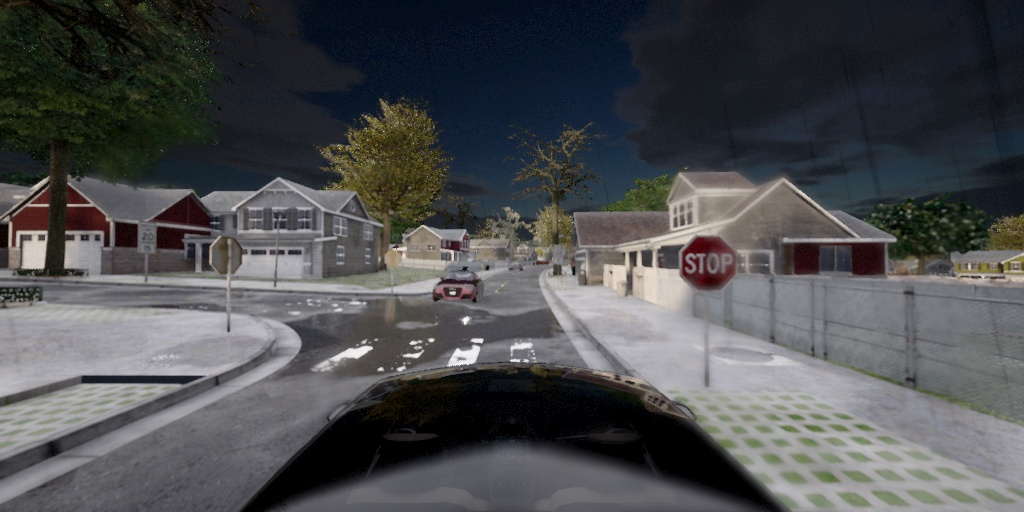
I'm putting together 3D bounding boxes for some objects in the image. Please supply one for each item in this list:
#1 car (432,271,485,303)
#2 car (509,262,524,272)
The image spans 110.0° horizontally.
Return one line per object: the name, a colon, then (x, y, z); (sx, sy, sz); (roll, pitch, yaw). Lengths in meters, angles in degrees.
car: (-2.455, 1.417, 17.233); (1.994, 1.385, 4.181); (2, -1, 2)
car: (0.639, 1.651, 56.108); (1.812, 1.442, 4.674); (0, 0, 8)
